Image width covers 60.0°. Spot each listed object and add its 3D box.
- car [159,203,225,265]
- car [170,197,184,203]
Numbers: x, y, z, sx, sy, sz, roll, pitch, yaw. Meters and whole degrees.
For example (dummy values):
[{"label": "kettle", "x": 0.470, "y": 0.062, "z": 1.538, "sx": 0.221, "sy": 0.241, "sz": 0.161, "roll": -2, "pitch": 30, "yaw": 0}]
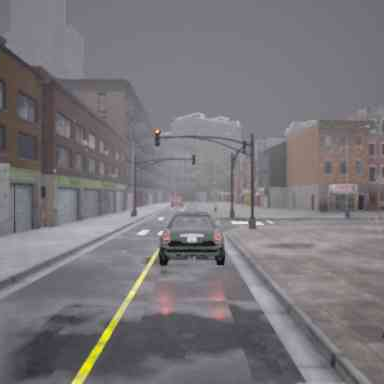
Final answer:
[{"label": "car", "x": 0.011, "y": 1.476, "z": 12.244, "sx": 2.097, "sy": 1.767, "sz": 4.553, "roll": 0, "pitch": 0, "yaw": 0}, {"label": "car", "x": -2.766, "y": 1.872, "z": 62.085, "sx": 2.150, "sy": 2.045, "sz": 5.566, "roll": 0, "pitch": -1, "yaw": 1}]
